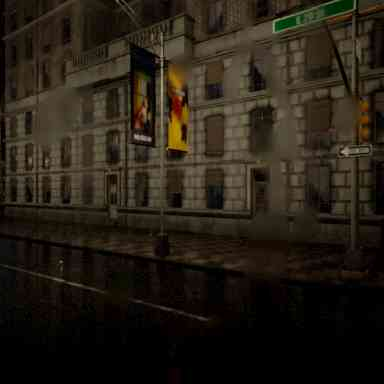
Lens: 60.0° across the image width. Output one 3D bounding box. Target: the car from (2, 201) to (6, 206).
[{"bbox_3d":[-26.094,1.546,51.089,2.033,1.411,5.357,0,0,36],"label":"car"}]
